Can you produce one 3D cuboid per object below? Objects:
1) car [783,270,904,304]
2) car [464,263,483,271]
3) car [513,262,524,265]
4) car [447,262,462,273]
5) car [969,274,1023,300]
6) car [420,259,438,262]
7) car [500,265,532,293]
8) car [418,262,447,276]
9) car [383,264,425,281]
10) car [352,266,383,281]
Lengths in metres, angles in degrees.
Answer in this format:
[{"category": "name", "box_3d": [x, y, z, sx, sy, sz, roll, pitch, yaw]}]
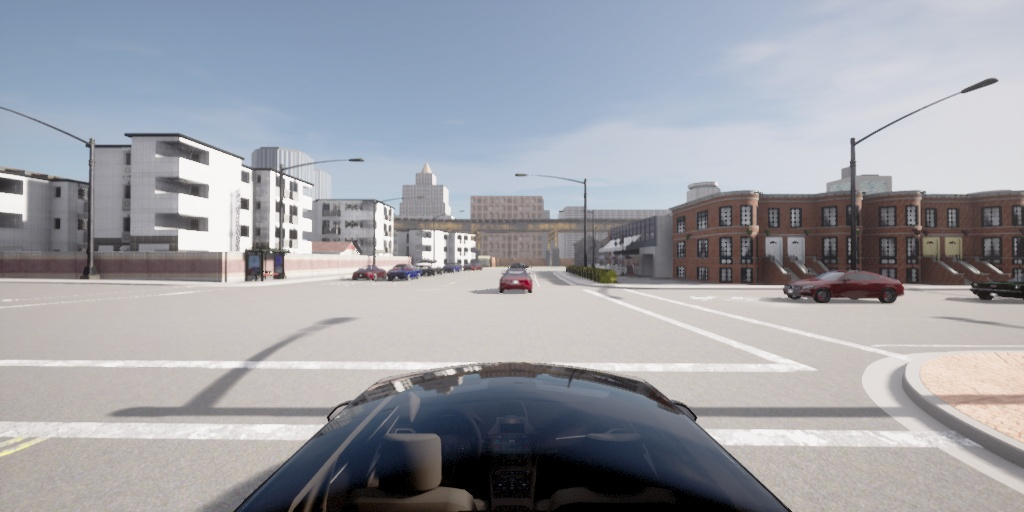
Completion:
[{"category": "car", "box_3d": [15.320, 1.390, 16.679, 4.674, 1.442, 1.812, 0, -1, 1]}, {"category": "car", "box_3d": [-6.727, 1.924, 62.249, 1.994, 1.385, 4.181, 0, -1, 22]}, {"category": "car", "box_3d": [1.507, 1.879, 62.918, 1.837, 1.490, 4.892, -1, -1, 28]}, {"category": "car", "box_3d": [-8.852, 1.848, 52.376, 1.895, 1.301, 4.718, 0, -1, 6]}, {"category": "car", "box_3d": [24.406, 1.470, 16.473, 4.718, 1.301, 1.895, 0, -1, 2]}, {"category": "car", "box_3d": [-12.349, 1.468, 52.552, 2.150, 2.045, 5.566, 0, -1, 6]}, {"category": "car", "box_3d": [0.263, 1.492, 22.630, 1.994, 1.385, 4.181, 0, 0, 1]}, {"category": "car", "box_3d": [-9.570, 1.741, 42.930, 1.895, 1.301, 4.718, 0, -1, 4]}, {"category": "car", "box_3d": [-10.056, 1.637, 33.773, 1.895, 1.301, 4.718, 0, -1, 3]}, {"category": "car", "box_3d": [-13.541, 1.603, 34.262, 1.994, 1.385, 4.181, 0, -1, 2]}]
